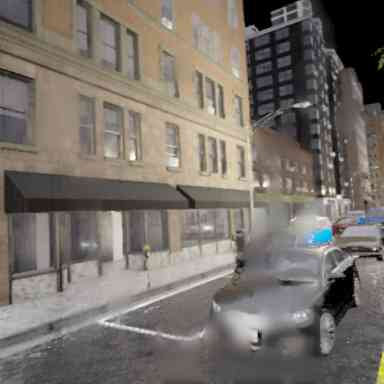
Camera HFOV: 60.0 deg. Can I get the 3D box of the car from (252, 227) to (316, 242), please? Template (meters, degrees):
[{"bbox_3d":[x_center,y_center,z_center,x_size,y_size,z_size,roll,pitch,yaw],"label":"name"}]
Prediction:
[{"bbox_3d":[3.358,2.346,13.516,1.947,1.339,4.313,-5,-5,34],"label":"car"}]

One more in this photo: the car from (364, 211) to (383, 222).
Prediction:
[{"bbox_3d":[25.415,3.422,46.414,1.887,1.381,4.507,-5,-5,34],"label":"car"}]

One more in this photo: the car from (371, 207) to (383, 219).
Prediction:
[{"bbox_3d":[31.707,3.497,55.828,2.192,1.841,5.009,-5,-4,34],"label":"car"}]

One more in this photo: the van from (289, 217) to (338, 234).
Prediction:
[{"bbox_3d":[6.498,2.281,18.230,1.690,1.788,3.998,-5,-5,34],"label":"van"}]

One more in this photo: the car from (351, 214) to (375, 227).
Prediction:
[{"bbox_3d":[19.115,3.150,37.012,1.802,1.307,4.206,-5,-5,34],"label":"car"}]

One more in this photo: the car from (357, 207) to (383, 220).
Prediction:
[{"bbox_3d":[13.747,2.189,24.112,2.150,2.045,5.566,-5,-4,33],"label":"car"}]

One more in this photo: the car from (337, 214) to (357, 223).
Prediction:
[{"bbox_3d":[12.811,2.801,27.615,1.887,1.381,4.507,-5,-5,34],"label":"car"}]

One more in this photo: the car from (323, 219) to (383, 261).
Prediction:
[{"bbox_3d":[7.914,2.223,15.379,2.033,1.411,5.357,-5,-5,34],"label":"car"}]

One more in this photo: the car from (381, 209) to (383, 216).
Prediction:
[{"bbox_3d":[41.172,4.194,69.913,1.947,1.339,4.313,-5,-4,34],"label":"car"}]

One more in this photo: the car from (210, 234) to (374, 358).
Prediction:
[{"bbox_3d":[2.166,1.878,6.858,2.128,1.511,4.902,-6,-5,35],"label":"car"}]

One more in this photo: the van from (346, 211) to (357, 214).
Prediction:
[{"bbox_3d":[15.952,2.754,32.328,1.690,1.788,3.998,-5,-5,34],"label":"van"}]

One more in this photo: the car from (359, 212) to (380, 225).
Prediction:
[{"bbox_3d":[22.266,3.305,41.712,1.802,1.307,4.206,-5,-5,34],"label":"car"}]
